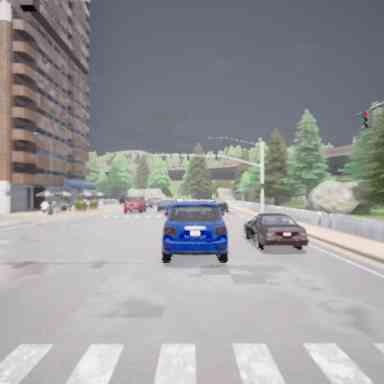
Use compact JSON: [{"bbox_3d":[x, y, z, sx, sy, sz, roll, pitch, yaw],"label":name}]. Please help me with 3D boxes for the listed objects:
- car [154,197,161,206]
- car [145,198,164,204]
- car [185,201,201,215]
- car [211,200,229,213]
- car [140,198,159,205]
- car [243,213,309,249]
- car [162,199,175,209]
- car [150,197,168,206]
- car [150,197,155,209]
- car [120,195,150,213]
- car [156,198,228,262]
[{"bbox_3d":[-3.576,1.808,44.662,1.882,1.535,5.008,0,0,0],"label":"car"},{"bbox_3d":[-8.979,2.181,79.395,4.718,1.301,1.895,0,-1,37],"label":"car"},{"bbox_3d":[0.097,1.817,39.476,1.812,1.442,4.674,0,0,0],"label":"car"},{"bbox_3d":[3.599,1.798,43.400,1.882,1.535,5.008,0,0,0],"label":"car"},{"bbox_3d":[-9.536,2.107,75.178,4.181,1.385,1.994,0,-1,42],"label":"car"},{"bbox_3d":[3.594,1.663,15.074,2.033,1.411,5.357,0,0,0],"label":"car"},{"bbox_3d":[-3.911,1.970,55.235,1.994,1.385,4.181,0,0,-5],"label":"car"},{"bbox_3d":[-6.603,1.834,65.172,2.097,1.767,4.553,0,0,-25],"label":"car"},{"bbox_3d":[-7.336,1.889,54.054,2.128,1.511,4.902,0,0,-4],"label":"car"},{"bbox_3d":[-7.076,1.530,41.754,2.150,2.045,5.566,0,0,0],"label":"car"},{"bbox_3d":[0.096,1.330,12.668,2.150,2.045,5.566,0,0,0],"label":"car"}]
